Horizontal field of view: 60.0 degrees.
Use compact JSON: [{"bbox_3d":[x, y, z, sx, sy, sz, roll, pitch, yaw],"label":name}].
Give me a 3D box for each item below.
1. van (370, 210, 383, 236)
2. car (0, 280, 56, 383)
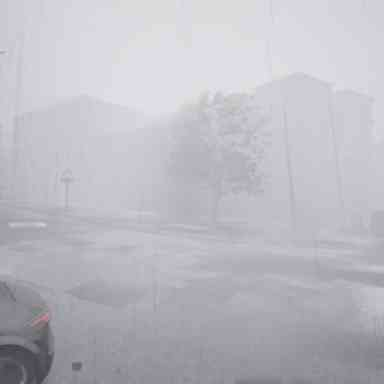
[{"bbox_3d":[15.875,2.376,24.882,4.442,1.987,1.878,1,-3,34],"label":"van"},{"bbox_3d":[-3.612,1.553,3.259,4.181,1.385,1.994,1,0,-35],"label":"car"}]
